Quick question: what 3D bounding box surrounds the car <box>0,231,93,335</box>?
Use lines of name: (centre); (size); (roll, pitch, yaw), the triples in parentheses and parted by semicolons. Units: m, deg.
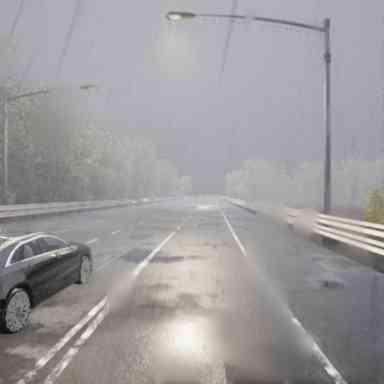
car: (-3.614, 1.546, 6.822); (2.128, 1.511, 4.902); (0, -1, 3)
